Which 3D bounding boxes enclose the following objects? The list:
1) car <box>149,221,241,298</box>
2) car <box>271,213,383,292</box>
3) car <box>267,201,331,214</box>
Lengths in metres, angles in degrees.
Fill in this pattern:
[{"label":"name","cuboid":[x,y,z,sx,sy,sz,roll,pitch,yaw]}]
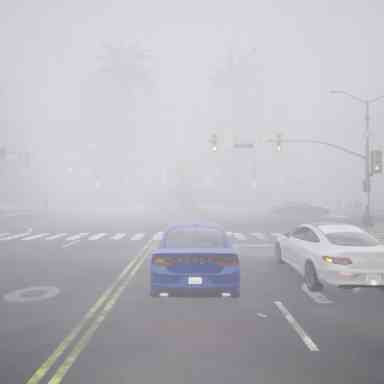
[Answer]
[{"label":"car","cuboid":[0.071,1.478,8.590,1.882,1.535,5.008,0,0,0]},{"label":"car","cuboid":[3.572,1.526,8.839,1.812,1.442,4.674,0,0,0]},{"label":"car","cuboid":[9.688,1.547,30.365,5.357,1.411,2.033,0,0,0]}]
